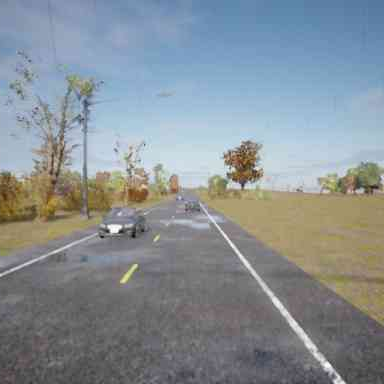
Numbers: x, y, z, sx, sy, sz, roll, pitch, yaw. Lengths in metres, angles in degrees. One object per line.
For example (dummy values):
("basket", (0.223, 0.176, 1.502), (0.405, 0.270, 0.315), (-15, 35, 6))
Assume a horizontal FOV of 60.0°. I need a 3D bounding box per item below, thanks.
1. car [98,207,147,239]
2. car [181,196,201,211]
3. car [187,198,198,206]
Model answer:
("car", (-3.607, 1.558, 17.910), (2.128, 1.511, 4.902), (0, 0, 0))
("car", (0.082, 1.646, 43.108), (2.128, 1.511, 4.902), (0, 0, 0))
("car", (0.076, 1.770, 58.975), (1.994, 1.385, 4.181), (0, 0, 0))
